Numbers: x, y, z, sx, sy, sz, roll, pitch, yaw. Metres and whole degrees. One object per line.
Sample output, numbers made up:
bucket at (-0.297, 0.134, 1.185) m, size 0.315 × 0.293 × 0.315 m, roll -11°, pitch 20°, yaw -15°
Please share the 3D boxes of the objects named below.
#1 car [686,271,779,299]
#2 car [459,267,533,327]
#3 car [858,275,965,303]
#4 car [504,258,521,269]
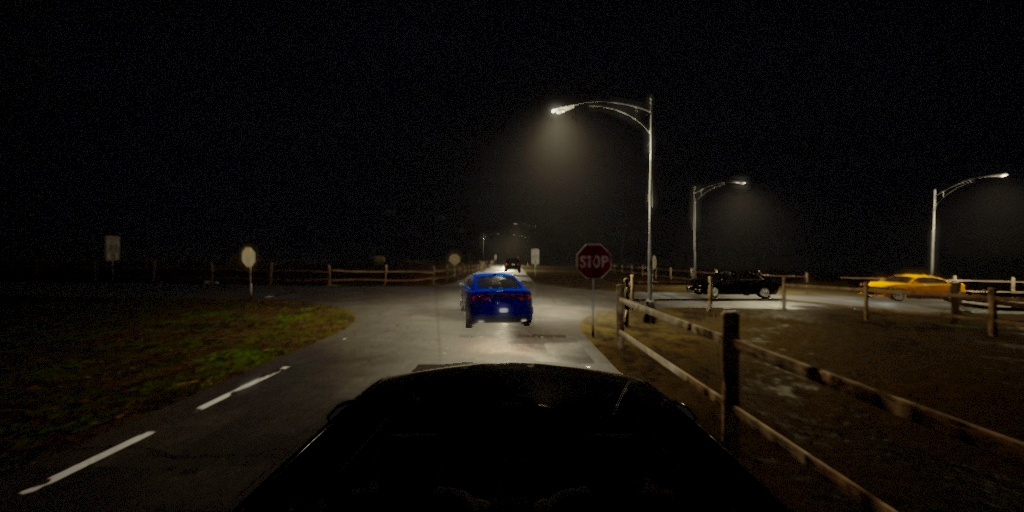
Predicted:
car at (12.829, 1.638, 21.051) m, size 4.892 × 1.490 × 1.837 m, roll 1°, pitch 0°, yaw 1°
car at (-0.689, 1.294, 11.929) m, size 1.882 × 1.535 × 5.008 m, roll 0°, pitch 0°, yaw -11°
car at (23.370, 1.840, 21.075) m, size 5.008 × 1.535 × 1.882 m, roll 1°, pitch 0°, yaw 0°
car at (0.113, 1.261, 50.838) m, size 2.150 × 2.045 × 5.566 m, roll 0°, pitch 0°, yaw 1°
